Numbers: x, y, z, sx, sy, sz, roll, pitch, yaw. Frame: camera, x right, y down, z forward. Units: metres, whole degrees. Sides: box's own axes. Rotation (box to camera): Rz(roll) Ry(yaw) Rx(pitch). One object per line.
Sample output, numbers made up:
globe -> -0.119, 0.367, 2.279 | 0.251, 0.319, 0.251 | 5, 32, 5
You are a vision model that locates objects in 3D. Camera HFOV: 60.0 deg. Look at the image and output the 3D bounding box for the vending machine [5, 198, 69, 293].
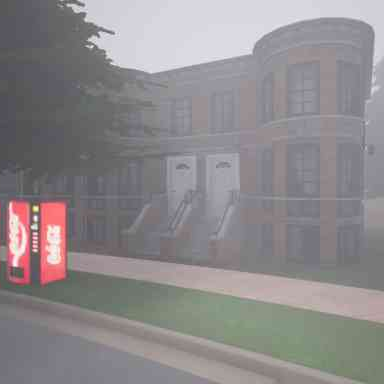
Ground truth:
vending machine -> -3.740, 1.195, 8.069 | 0.880, 2.100, 1.100 | 0, 0, 26
